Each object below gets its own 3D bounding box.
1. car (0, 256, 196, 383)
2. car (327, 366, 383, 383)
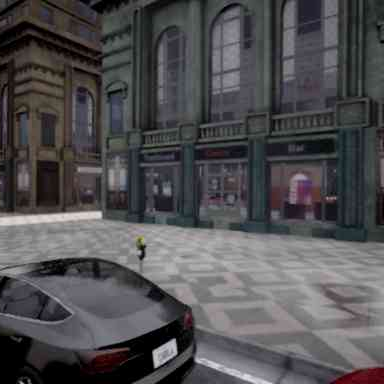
[{"bbox_3d":[-1.946,1.537,4.346,4.313,1.339,1.947,1,0,35],"label":"car"},{"bbox_3d":[2.644,1.557,1.075,4.507,1.381,1.887,1,0,35],"label":"car"}]
